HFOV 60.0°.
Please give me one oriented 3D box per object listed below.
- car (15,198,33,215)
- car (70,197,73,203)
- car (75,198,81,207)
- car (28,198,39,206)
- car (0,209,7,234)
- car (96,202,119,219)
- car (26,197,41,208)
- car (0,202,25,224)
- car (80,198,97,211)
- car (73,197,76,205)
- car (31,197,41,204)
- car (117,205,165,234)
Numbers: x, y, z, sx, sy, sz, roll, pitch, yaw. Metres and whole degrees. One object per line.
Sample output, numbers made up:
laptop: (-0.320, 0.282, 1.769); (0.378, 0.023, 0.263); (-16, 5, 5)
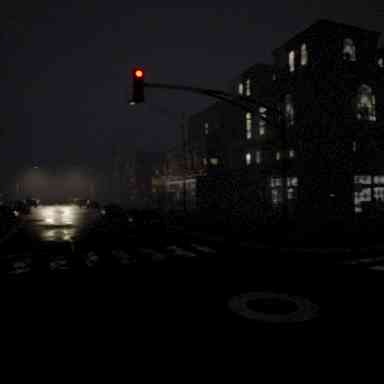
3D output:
car: (-19.193, 1.736, 36.894); (1.967, 1.590, 4.097); (-1, 0, -23)
car: (-24.277, 1.973, 70.674); (1.802, 1.307, 4.206); (-1, 0, -23)
car: (-17.869, 1.725, 55.400); (1.967, 1.590, 4.097); (-1, 0, -23)
car: (-31.945, 2.031, 67.288); (1.752, 1.417, 4.829); (-1, 0, -23)
car: (-10.646, 1.742, 16.527); (1.802, 1.307, 4.206); (-1, 0, -23)
car: (-7.186, 1.694, 29.940); (1.802, 1.307, 4.206); (-1, 0, -23)
car: (-27.740, 1.750, 57.263); (2.192, 1.841, 5.009); (-1, 0, -23)
car: (-14.919, 1.778, 26.710); (2.008, 1.369, 4.403); (-1, 0, -23)
car: (-13.596, 1.766, 45.216); (2.008, 1.369, 4.403); (-1, 0, -23)
car: (-20.005, 1.871, 60.492); (2.008, 1.369, 4.403); (-1, 0, -23)
car: (-36.284, 2.020, 77.629); (1.967, 1.590, 4.097); (-1, 0, -23)
car: (-2.914, 1.610, 19.757); (1.947, 1.339, 4.313); (-1, 0, -23)
